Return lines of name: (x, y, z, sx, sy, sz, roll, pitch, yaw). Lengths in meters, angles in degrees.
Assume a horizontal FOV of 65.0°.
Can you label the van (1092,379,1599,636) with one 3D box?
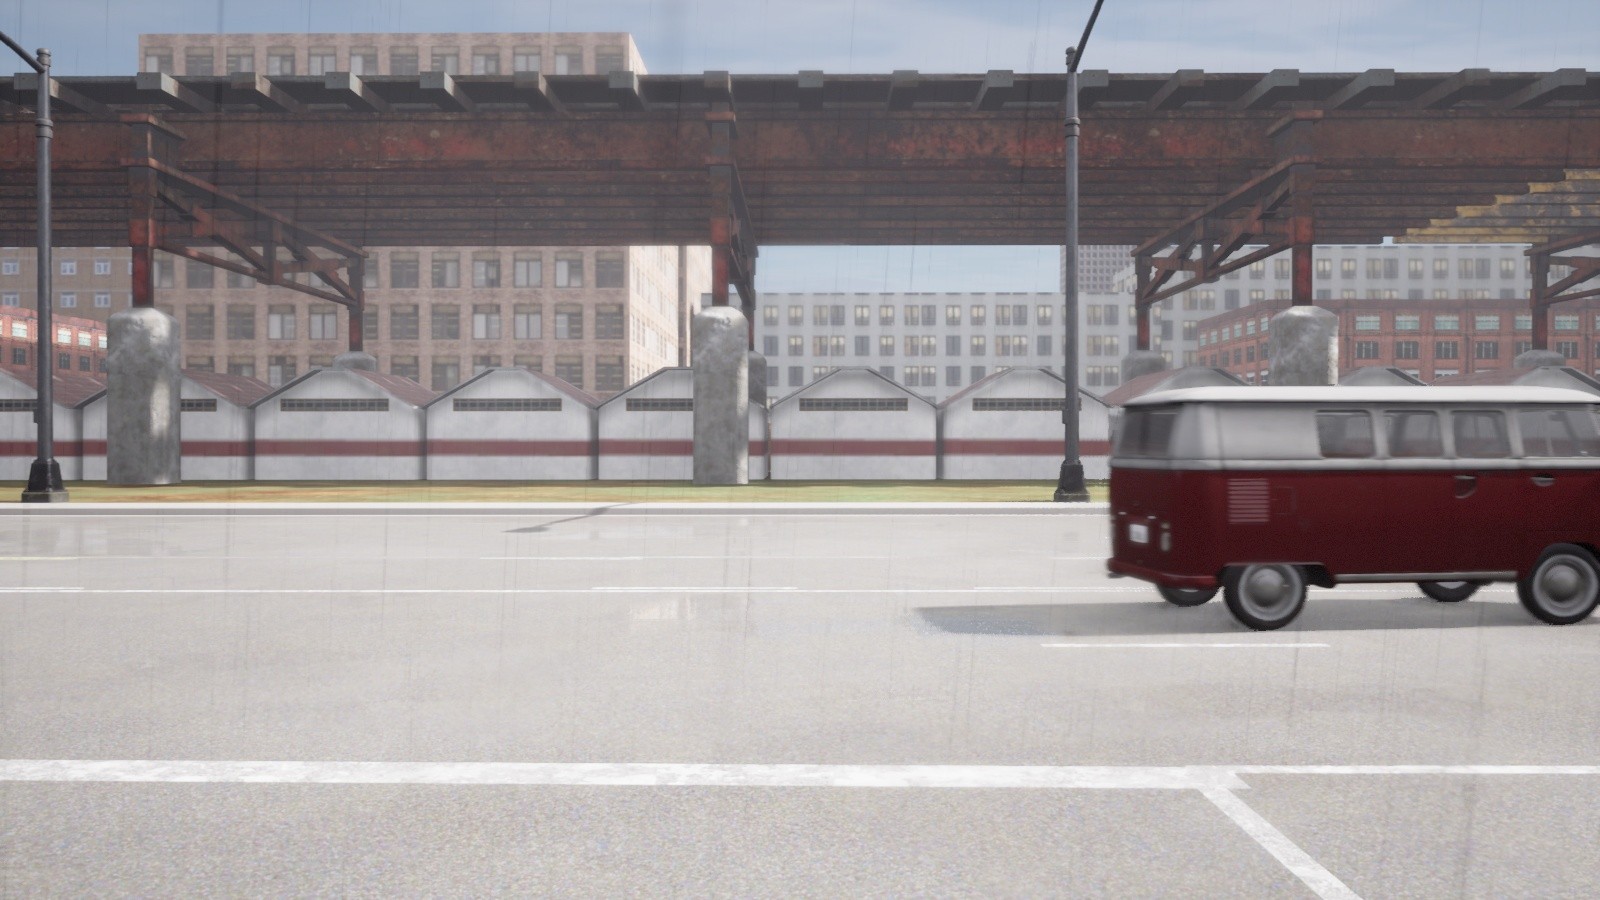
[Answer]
van: (4.979, 0.445, 10.852, 4.442, 1.987, 1.775, 0, 0, -6)
